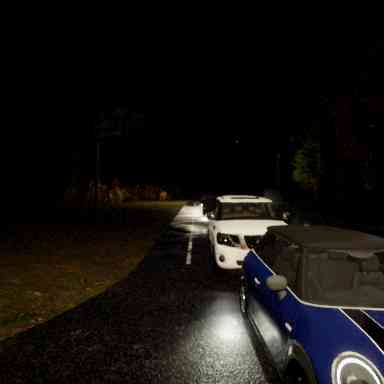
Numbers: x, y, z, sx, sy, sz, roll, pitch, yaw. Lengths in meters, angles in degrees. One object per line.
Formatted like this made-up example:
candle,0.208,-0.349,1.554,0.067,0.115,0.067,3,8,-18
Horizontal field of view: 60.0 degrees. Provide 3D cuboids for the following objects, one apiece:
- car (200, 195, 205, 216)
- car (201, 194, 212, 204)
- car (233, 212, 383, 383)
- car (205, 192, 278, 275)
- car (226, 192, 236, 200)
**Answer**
car,1.903,1.317,30.330,1.882,1.535,5.008,0,0,1
car,2.422,1.207,57.001,1.837,1.490,4.892,0,0,2
car,1.932,1.338,4.208,2.097,1.767,4.553,0,0,-1
car,1.654,1.160,10.552,2.150,2.045,5.566,0,0,1
car,9.582,0.923,81.544,2.097,1.767,4.553,0,0,1
